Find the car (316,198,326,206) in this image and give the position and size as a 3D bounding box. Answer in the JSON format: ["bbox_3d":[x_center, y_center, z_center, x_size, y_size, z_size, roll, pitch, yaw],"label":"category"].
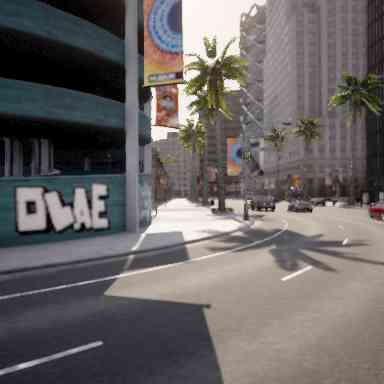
[{"bbox_3d":[22.297,1.757,59.625,2.231,1.521,4.892,0,0,-2],"label":"car"}]

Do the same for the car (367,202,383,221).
[{"bbox_3d":[16.310,1.574,27.621,1.882,1.535,5.008,0,0,8],"label":"car"}]

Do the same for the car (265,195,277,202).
[{"bbox_3d":[21.082,1.832,88.975,2.185,1.767,4.553,0,0,-2],"label":"car"}]

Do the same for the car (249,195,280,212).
[{"bbox_3d":[9.285,1.462,43.595,2.150,2.045,5.566,0,0,-2],"label":"car"}]

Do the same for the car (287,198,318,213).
[{"bbox_3d":[12.930,1.760,39.909,1.994,1.385,4.181,0,0,-2],"label":"car"}]
